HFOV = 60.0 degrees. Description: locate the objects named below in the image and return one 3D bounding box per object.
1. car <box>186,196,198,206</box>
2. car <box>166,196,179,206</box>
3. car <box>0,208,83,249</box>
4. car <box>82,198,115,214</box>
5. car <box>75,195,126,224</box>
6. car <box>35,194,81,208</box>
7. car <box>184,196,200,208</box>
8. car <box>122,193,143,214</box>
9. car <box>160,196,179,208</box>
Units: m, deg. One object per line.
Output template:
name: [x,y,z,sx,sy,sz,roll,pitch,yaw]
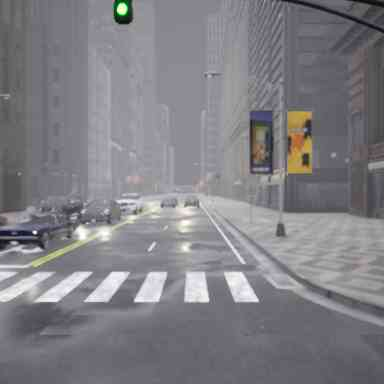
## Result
car: [-0.009,1.434,56.050,1.837,1.490,4.892,0,0,0]
car: [-3.259,1.434,56.050,1.837,1.490,4.892,0,0,0]
car: [-6.592,1.583,14.532,1.895,1.301,4.718,0,0,0]
car: [-9.845,1.450,35.363,2.128,1.511,4.902,0,0,0]
car: [-6.599,1.323,24.534,2.097,1.767,4.553,0,0,0]
car: [-9.851,1.193,25.212,2.150,2.045,5.566,0,0,0]
car: [-0.007,1.295,46.014,2.097,1.767,4.553,0,0,0]
car: [-6.598,1.180,35.242,2.150,2.045,5.566,0,0,1]
car: [-3.257,1.508,46.044,1.994,1.385,4.181,0,0,0]
